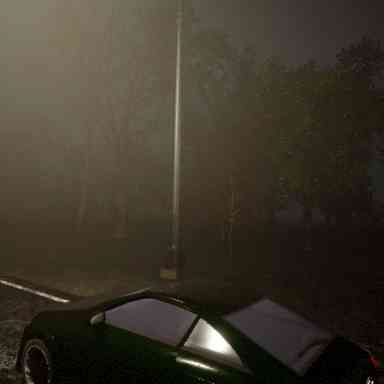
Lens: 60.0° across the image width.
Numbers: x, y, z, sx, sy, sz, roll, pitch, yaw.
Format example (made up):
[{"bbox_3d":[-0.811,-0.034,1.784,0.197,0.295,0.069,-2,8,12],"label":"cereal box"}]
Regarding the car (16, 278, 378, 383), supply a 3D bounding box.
[{"bbox_3d":[-0.179,1.744,3.879,4.181,1.385,1.994,0,-4,36],"label":"car"}]
